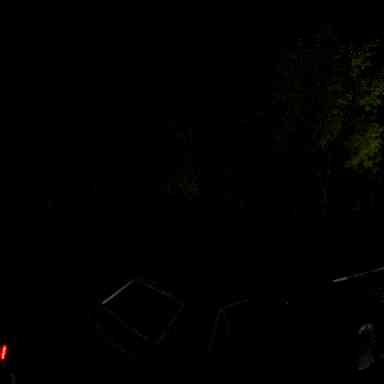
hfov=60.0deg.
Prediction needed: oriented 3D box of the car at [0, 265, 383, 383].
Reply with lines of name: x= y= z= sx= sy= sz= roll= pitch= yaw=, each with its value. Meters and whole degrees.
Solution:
car: x=0.423 y=1.623 z=4.047 sx=4.718 sy=1.301 sz=1.895 roll=1 pitch=0 yaw=-35
